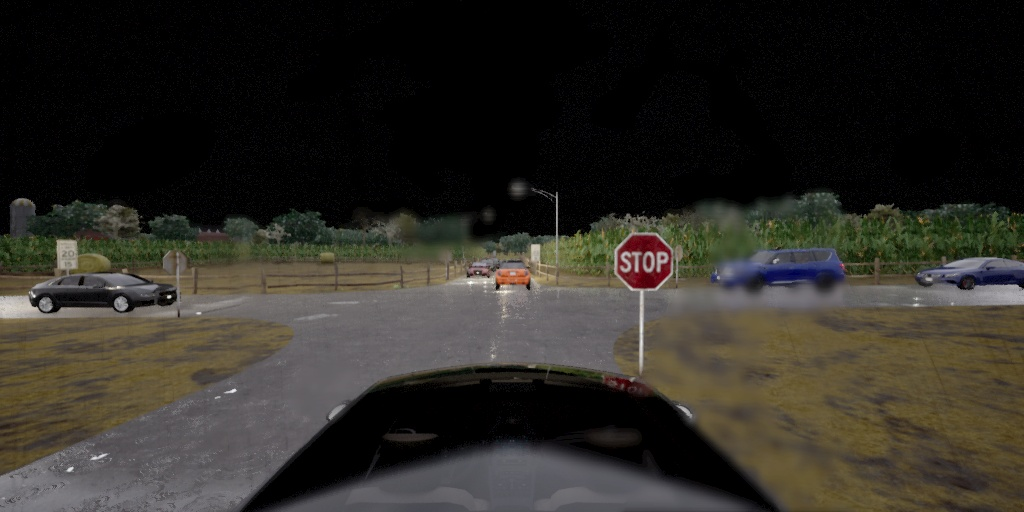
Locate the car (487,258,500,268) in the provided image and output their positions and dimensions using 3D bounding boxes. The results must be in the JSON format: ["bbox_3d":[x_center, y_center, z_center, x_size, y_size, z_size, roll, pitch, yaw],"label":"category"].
[{"bbox_3d":[-2.903,1.046,56.758,1.837,1.490,4.892,0,1,0],"label":"car"}]

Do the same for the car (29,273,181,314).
[{"bbox_3d":[-16.198,1.419,14.413,4.892,1.490,1.837,-1,1,0],"label":"car"}]

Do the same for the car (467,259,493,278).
[{"bbox_3d":[-2.891,1.238,32.277,1.994,1.385,4.181,0,0,0],"label":"car"}]

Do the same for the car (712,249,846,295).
[{"bbox_3d":[12.783,0.698,17.322,5.566,2.045,2.150,-1,1,-1],"label":"car"}]

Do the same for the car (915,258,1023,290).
[{"bbox_3d":[22.517,0.822,17.354,4.674,1.442,1.812,-1,1,0],"label":"car"}]

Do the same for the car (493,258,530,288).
[{"bbox_3d":[0.055,1.062,23.223,2.097,1.767,4.553,0,0,0],"label":"car"}]
